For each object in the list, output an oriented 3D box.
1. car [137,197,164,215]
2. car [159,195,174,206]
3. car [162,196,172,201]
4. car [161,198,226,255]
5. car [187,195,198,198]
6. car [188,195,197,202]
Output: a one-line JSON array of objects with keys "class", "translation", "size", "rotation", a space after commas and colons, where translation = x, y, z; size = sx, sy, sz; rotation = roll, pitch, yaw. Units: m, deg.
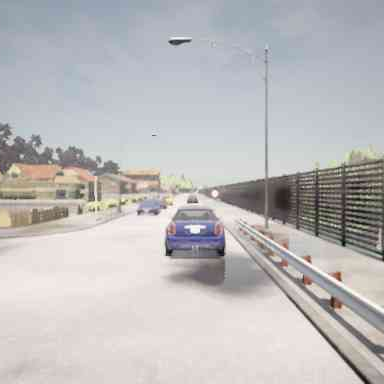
[{"class": "car", "translation": [-4.067, 1.421, 31.977], "size": [1.812, 1.442, 4.674], "rotation": [0, 0, 0]}, {"class": "car", "translation": [-3.968, 1.307, 52.007], "size": [1.882, 1.535, 5.008], "rotation": [0, 0, 0]}, {"class": "car", "translation": [-4.044, 1.411, 41.745], "size": [2.033, 1.411, 5.357], "rotation": [0, 0, 0]}, {"class": "car", "translation": [0.108, 1.308, 13.246], "size": [2.097, 1.767, 4.553], "rotation": [0, 0, 0]}, {"class": "car", "translation": [0.134, 1.374, 57.803], "size": [1.994, 1.385, 4.181], "rotation": [0, 0, 0]}, {"class": "car", "translation": [0.037, 1.302, 68.145], "size": [1.812, 1.442, 4.674], "rotation": [0, 0, 0]}]
